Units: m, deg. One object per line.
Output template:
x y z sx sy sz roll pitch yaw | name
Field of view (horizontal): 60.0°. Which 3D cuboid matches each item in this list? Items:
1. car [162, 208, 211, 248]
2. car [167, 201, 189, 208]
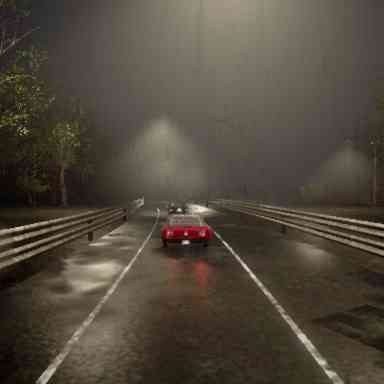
-0.316 1.611 14.785 1.895 1.301 4.718 0 0 -2 | car
-1.252 1.547 29.797 2.033 1.411 5.357 0 0 -5 | car
